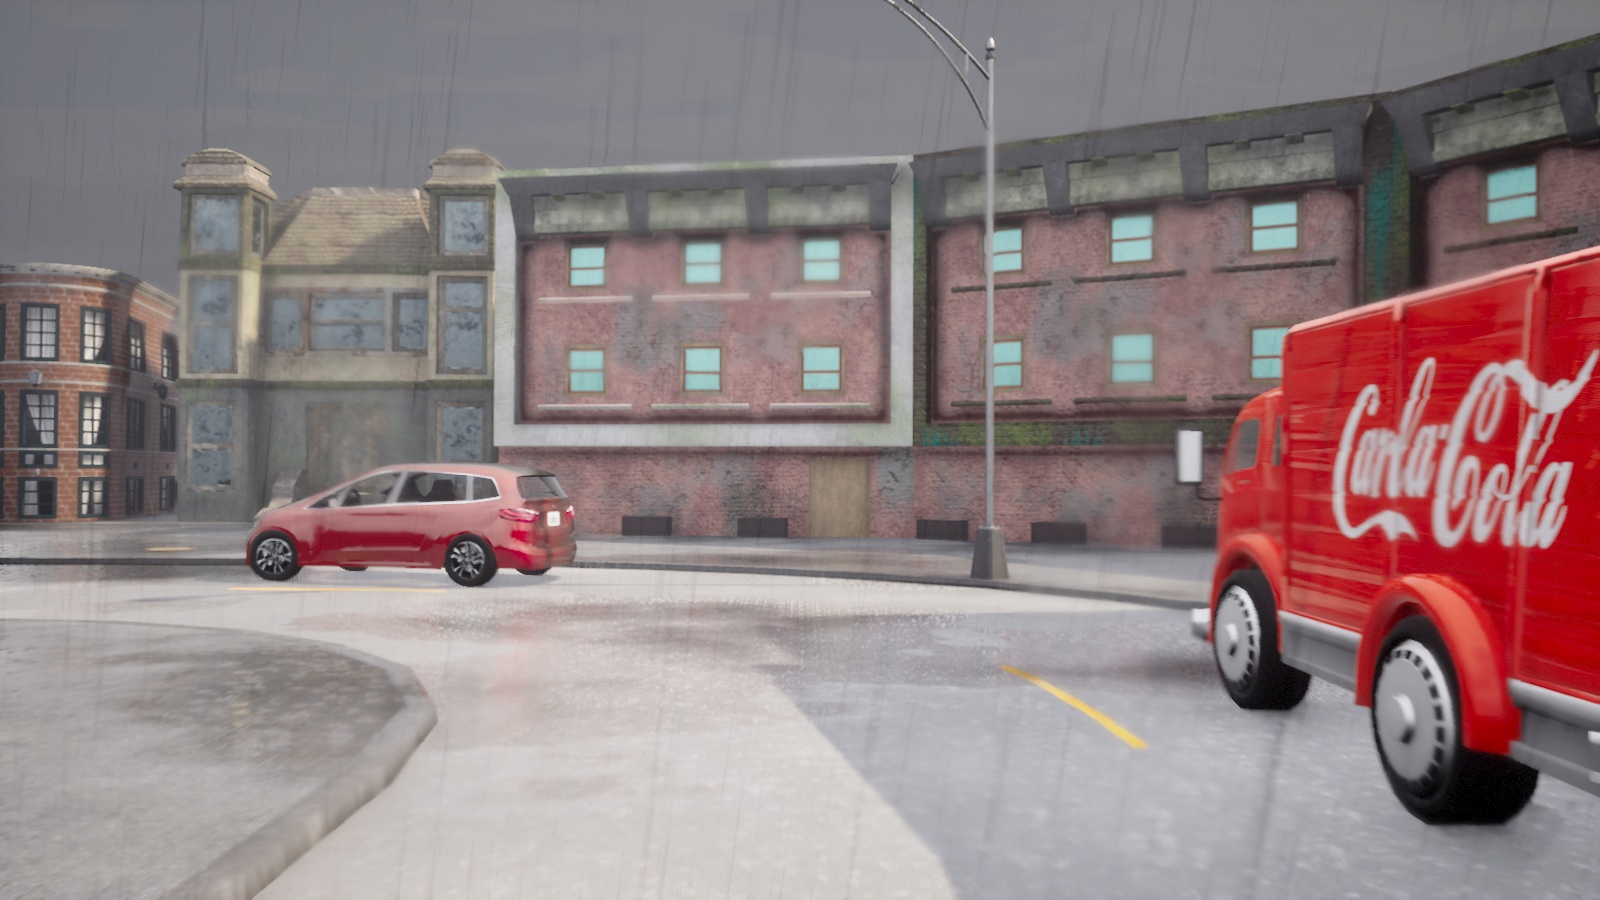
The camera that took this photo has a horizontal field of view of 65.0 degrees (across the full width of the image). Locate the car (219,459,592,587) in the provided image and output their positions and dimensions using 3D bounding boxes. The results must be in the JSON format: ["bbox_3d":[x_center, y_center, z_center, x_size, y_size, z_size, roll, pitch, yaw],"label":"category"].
[{"bbox_3d":[-5.581,0.985,18.041,4.611,1.667,2.242,0,-1,13],"label":"car"}]

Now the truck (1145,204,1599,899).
[{"bbox_3d":[3.959,0.428,6.920,2.627,2.467,5.204,0,-1,-1],"label":"truck"}]

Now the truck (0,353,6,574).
[{"bbox_3d":[-16.477,0.205,18.298,7.936,3.462,2.891,0,-1,-1],"label":"truck"}]
